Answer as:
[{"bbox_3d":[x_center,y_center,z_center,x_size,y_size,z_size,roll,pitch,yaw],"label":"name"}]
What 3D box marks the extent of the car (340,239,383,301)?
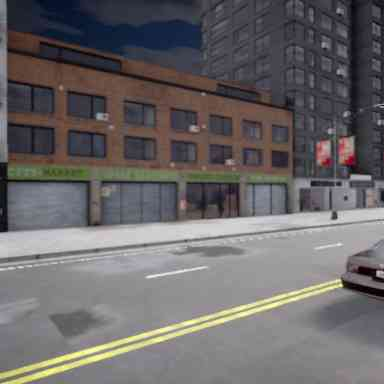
[{"bbox_3d":[5.494,1.516,7.399,5.357,1.411,2.033,0,0,-35],"label":"car"}]
